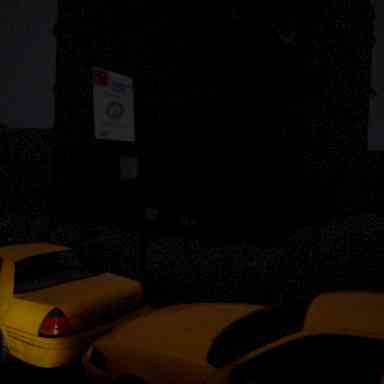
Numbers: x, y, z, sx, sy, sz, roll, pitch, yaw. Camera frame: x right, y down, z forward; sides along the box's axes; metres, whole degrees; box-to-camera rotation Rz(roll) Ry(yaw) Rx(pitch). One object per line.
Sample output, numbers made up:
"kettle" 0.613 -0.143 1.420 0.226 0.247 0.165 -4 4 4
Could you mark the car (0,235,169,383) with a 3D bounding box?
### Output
"car" -3.142 1.530 5.779 5.366 1.575 1.946 -1 0 36
